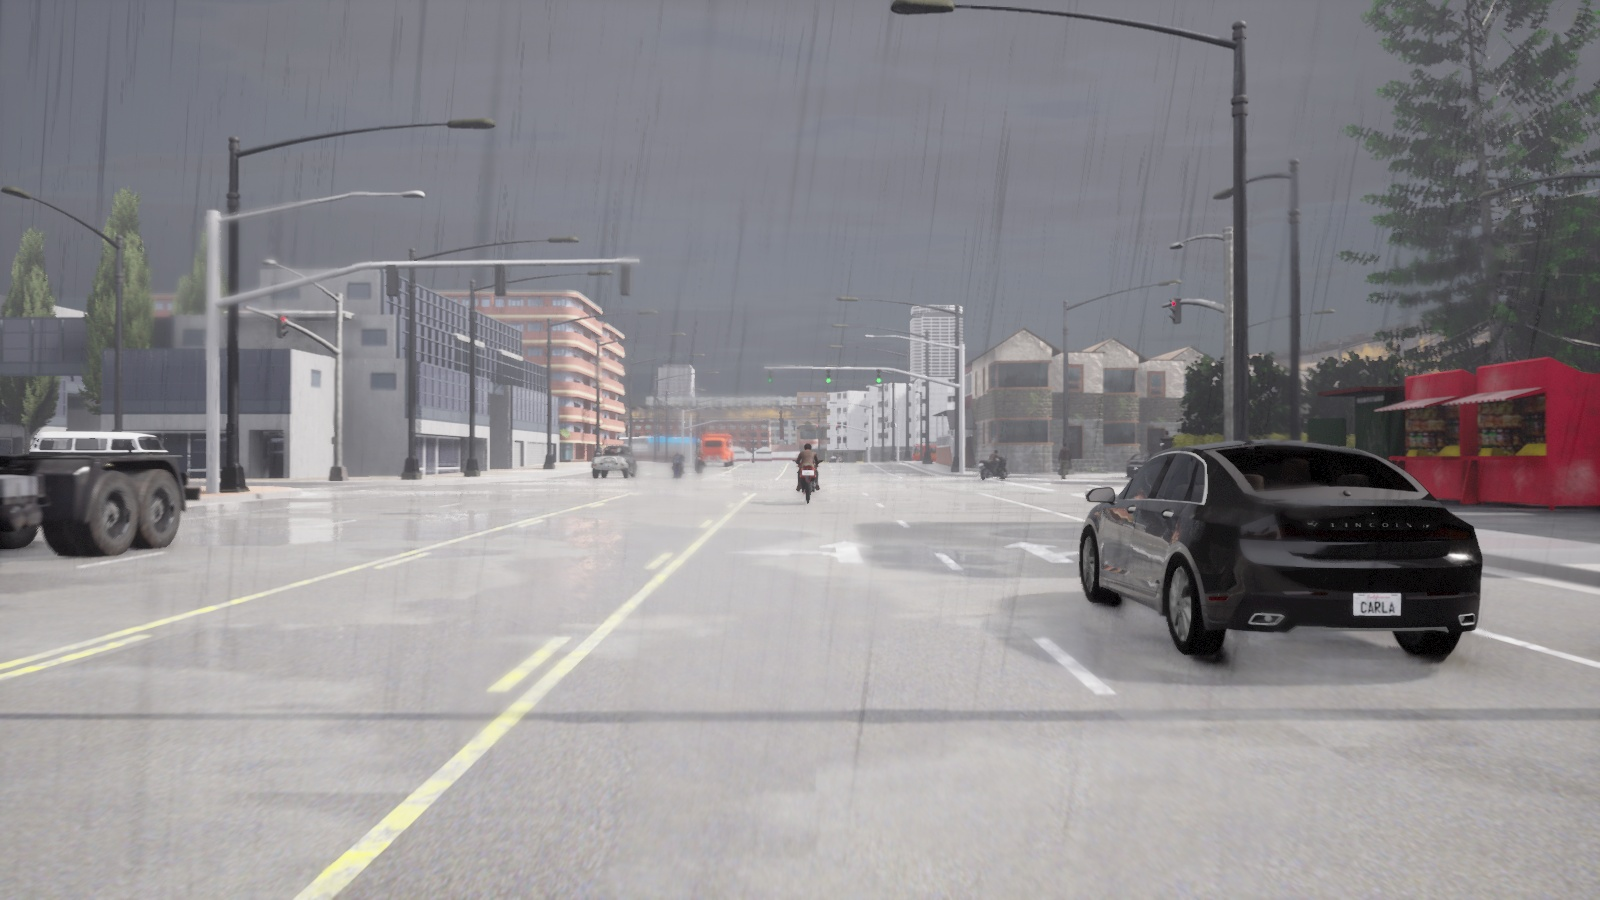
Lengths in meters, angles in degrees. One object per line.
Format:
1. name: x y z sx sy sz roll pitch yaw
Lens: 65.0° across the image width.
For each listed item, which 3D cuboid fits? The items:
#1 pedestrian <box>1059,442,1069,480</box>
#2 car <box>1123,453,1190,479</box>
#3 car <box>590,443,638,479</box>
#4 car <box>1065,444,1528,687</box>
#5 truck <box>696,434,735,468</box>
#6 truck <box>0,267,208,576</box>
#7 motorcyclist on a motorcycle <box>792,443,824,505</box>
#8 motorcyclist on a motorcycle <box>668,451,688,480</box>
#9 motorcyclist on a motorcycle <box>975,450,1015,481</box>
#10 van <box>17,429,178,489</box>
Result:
1. pedestrian: 12.824 0.533 60.952 0.431 1.840 0.703 0 -1 9
2. car: 20.645 0.913 72.673 4.193 1.474 1.816 1 -1 -43
3. car: -10.093 0.600 68.393 1.932 1.855 4.605 0 0 0
4. car: 3.574 0.698 10.184 1.837 1.490 4.892 0 0 0
5. truck: -6.426 0.038 96.442 2.627 2.467 5.204 0 1 0
6. truck: -10.398 -0.326 14.962 2.891 3.462 7.936 0 0 0
7. motorcyclist on a motorcycle: 0.199 0.587 31.744 0.797 1.523 2.044 0 0 0
8. motorcyclist on a motorcycle: -6.593 0.817 67.916 0.866 1.530 2.191 0 0 0
9. motorcyclist on a motorcycle: 9.633 0.755 61.914 2.044 1.523 0.797 1 -1 -40
10. van: -24.684 0.322 44.237 4.480 2.038 2.069 0 -1 1
